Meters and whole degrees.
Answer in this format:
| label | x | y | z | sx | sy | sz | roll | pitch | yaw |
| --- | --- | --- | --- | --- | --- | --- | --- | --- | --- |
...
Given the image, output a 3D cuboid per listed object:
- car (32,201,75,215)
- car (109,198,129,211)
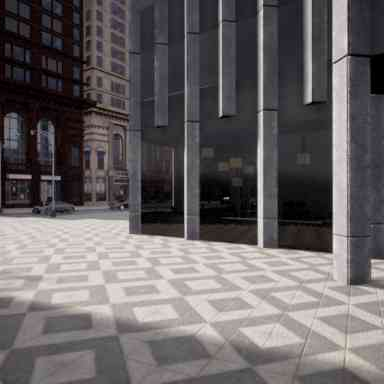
| label | x | y | z | sx | sy | sz | roll | pitch | yaw |
| --- | --- | --- | --- | --- | --- | --- | --- | --- | --- |
| car | -14.601 | 1.630 | 35.197 | 1.994 | 1.385 | 4.181 | 0 | 0 | 36 |
| car | -8.640 | 1.600 | 43.522 | 1.837 | 1.490 | 4.892 | 0 | 0 | 36 |
